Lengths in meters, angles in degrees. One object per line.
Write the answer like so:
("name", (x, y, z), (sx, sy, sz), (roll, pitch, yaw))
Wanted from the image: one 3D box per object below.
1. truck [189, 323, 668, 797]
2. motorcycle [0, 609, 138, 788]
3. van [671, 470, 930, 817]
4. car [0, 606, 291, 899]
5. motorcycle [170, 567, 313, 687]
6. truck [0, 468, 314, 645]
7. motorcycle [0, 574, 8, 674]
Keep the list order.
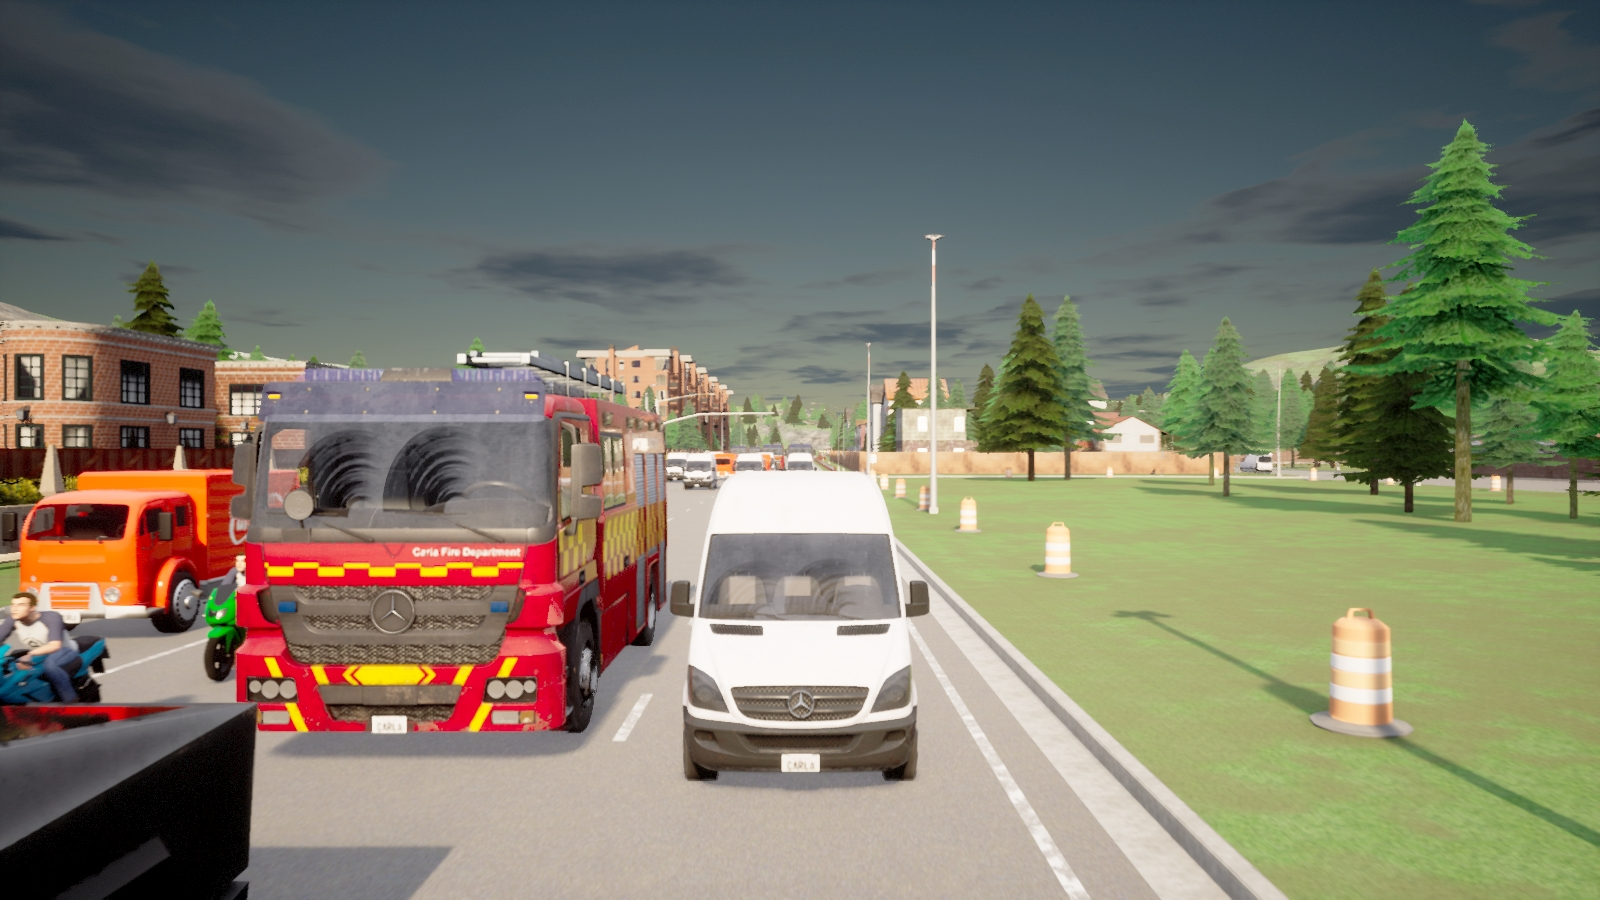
("truck", (-3.493, 0.891, 13.471), (2.891, 3.827, 8.468), (0, 0, 0))
("motorcycle", (-6.999, 2.186, 10.374), (0.803, 1.199, 2.033), (0, 0, 0))
("van", (0.006, 1.534, 11.713), (1.988, 2.561, 5.915), (0, 0, 0))
("car", (-3.500, 1.754, 2.038), (2.390, 2.098, 6.274), (0, 0, 0))
("motorcycle", (-6.997, 2.186, 14.443), (0.803, 1.199, 2.033), (0, 0, 0))
("truck", (-10.499, 1.568, 19.010), (2.627, 2.467, 5.204), (0, 0, 0))
("motorcycle", (-10.520, 2.205, 13.456), (0.867, 1.251, 2.209), (0, 0, 0))
